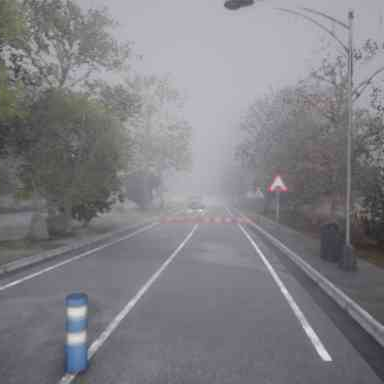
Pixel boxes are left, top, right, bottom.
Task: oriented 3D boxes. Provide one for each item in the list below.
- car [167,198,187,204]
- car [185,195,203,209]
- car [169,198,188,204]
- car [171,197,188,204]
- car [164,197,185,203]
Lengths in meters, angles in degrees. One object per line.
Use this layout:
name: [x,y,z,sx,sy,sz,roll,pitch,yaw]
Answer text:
car: [-3.955,2.346,88.260,4.892,1.521,2.231,1,-2,4]
car: [0.626,1.576,53.076,2.150,2.045,5.566,1,0,4]
car: [-3.762,2.441,91.024,5.008,1.535,2.097,1,-2,4]
car: [-3.590,2.419,93.798,4.553,1.767,2.185,1,-2,4]
car: [-3.959,2.257,85.486,5.366,1.575,1.946,1,-2,4]
